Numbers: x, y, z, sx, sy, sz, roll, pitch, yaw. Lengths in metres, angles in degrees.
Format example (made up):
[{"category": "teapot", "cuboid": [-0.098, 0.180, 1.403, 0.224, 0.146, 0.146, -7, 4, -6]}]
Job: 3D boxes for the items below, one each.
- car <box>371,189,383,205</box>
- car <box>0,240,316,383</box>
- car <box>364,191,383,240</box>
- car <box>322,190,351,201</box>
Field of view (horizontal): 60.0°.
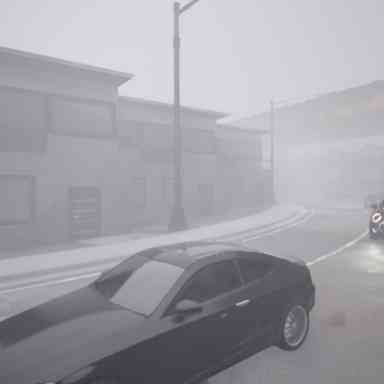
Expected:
[{"category": "car", "cuboid": [19.675, 0.477, 32.716, 2.128, 1.511, 4.902, 0, 0, 8]}, {"category": "car", "cuboid": [-0.176, 1.452, 4.312, 4.674, 1.442, 1.812, -3, 2, -39]}, {"category": "car", "cuboid": [8.368, 0.862, 13.167, 2.097, 1.767, 4.553, 0, 2, 33]}, {"category": "car", "cuboid": [19.468, 0.482, 45.062, 1.837, 1.490, 4.892, 0, 0, -7]}]
